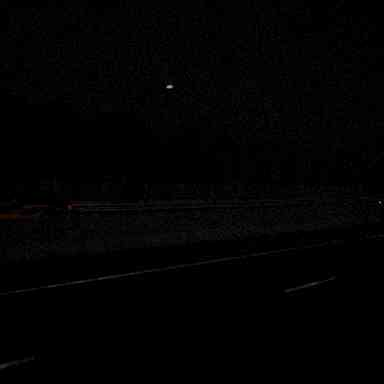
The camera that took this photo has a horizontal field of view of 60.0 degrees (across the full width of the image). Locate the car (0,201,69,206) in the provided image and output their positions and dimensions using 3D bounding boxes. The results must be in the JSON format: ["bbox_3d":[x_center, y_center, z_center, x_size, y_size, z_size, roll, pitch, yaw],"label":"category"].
[{"bbox_3d":[-9.148,1.481,18.964,5.008,1.535,1.882,0,0,-35],"label":"car"}]

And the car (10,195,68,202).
[{"bbox_3d":[-10.857,1.226,22.043,5.566,2.045,2.150,0,0,-35],"label":"car"}]

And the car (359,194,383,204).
[{"bbox_3d":[24.437,1.247,42.881,5.566,2.045,2.150,0,0,-35],"label":"car"}]

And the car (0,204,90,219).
[{"bbox_3d":[-6.944,1.529,16.236,4.674,1.442,1.812,0,0,-35],"label":"car"}]

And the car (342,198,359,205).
[{"bbox_3d":[22.568,1.516,45.844,4.902,1.511,2.128,0,0,-35],"label":"car"}]
